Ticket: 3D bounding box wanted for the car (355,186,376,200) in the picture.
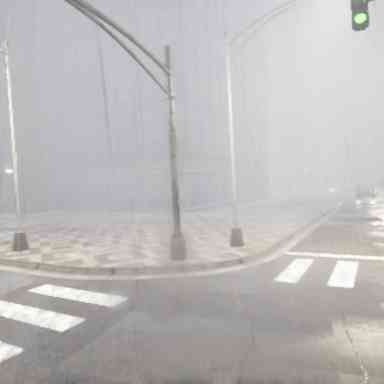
[{"bbox_3d":[19.914,0.069,38.157,1.812,1.442,4.674,-2,1,29],"label":"car"}]
